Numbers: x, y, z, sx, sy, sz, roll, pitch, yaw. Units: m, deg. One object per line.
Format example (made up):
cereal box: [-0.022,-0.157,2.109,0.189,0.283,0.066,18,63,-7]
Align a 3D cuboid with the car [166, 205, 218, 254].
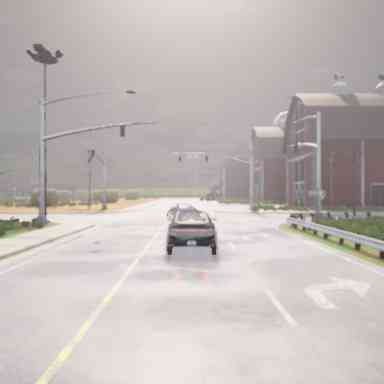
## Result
car: [-0.007,1.495,13.461,2.128,1.511,4.902,0,0,0]

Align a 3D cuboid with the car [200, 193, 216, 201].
car: [3.717,1.169,78.055,1.905,1.878,3.866,-8,3,-43]
